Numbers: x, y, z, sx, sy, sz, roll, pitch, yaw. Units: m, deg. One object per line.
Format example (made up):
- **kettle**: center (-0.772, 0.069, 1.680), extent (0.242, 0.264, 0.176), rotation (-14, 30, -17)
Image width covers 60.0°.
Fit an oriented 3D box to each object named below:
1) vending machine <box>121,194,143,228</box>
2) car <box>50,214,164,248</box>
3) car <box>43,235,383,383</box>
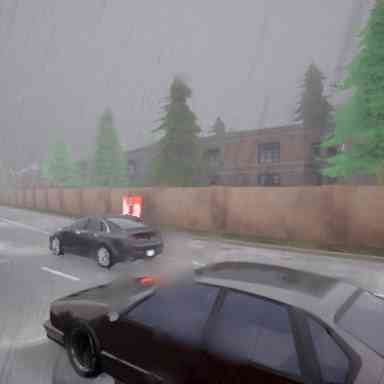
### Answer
- **vending machine**: center (-3.896, 1.214, 21.721), extent (1.100, 2.100, 0.880), rotation (0, 0, -43)
- **car**: center (-3.016, 1.511, 11.249), extent (4.892, 1.490, 1.837), rotation (0, 0, 41)
- **car**: center (0.524, 1.557, 3.714), extent (5.357, 1.411, 2.033), rotation (0, 0, 37)
